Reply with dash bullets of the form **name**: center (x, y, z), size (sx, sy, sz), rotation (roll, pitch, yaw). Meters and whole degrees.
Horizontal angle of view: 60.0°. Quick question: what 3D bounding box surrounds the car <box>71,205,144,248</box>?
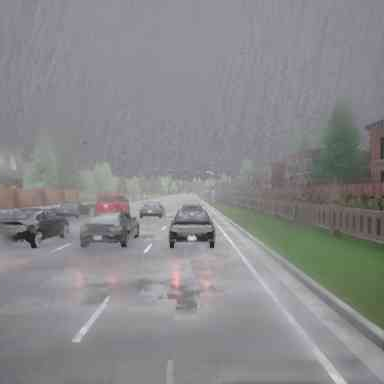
- **car**: center (-3.500, 1.530, 14.650), size (1.812, 1.442, 4.674), rotation (0, 0, 0)

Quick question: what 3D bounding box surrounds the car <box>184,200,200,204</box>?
- **car**: center (0.000, 1.514, 29.650), size (1.837, 1.490, 4.892), rotation (0, 0, 0)

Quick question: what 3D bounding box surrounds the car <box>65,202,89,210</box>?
- **car**: center (-10.500, 1.570, 29.650), size (1.994, 1.385, 4.181), rotation (0, 0, 0)

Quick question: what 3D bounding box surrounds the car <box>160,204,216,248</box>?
- **car**: center (0.000, 1.492, 14.650), size (2.128, 1.511, 4.902), rotation (0, 0, 0)

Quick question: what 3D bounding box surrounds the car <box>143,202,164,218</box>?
- **car**: center (-3.500, 1.570, 29.650), size (1.994, 1.385, 4.181), rotation (0, 0, 0)

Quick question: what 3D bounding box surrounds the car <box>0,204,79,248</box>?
- **car**: center (-7.000, 1.492, 14.650), size (2.128, 1.511, 4.902), rotation (0, 0, 0)

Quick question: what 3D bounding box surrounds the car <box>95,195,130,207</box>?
- **car**: center (-7.000, 1.255, 29.680), size (2.150, 2.045, 5.566), rotation (0, 0, 0)
